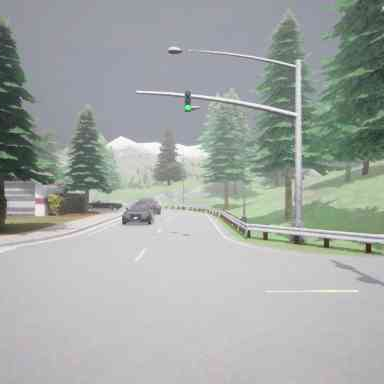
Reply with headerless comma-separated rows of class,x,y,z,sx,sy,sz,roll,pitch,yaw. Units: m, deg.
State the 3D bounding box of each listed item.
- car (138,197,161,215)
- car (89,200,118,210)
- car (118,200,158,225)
car,-4.618,1.352,34.062,2.097,1.767,4.553,0,0,-19
car,-11.147,1.608,41.838,4.718,1.301,1.895,0,0,14
car,-3.840,1.564,24.267,1.994,1.385,4.181,0,0,-2
